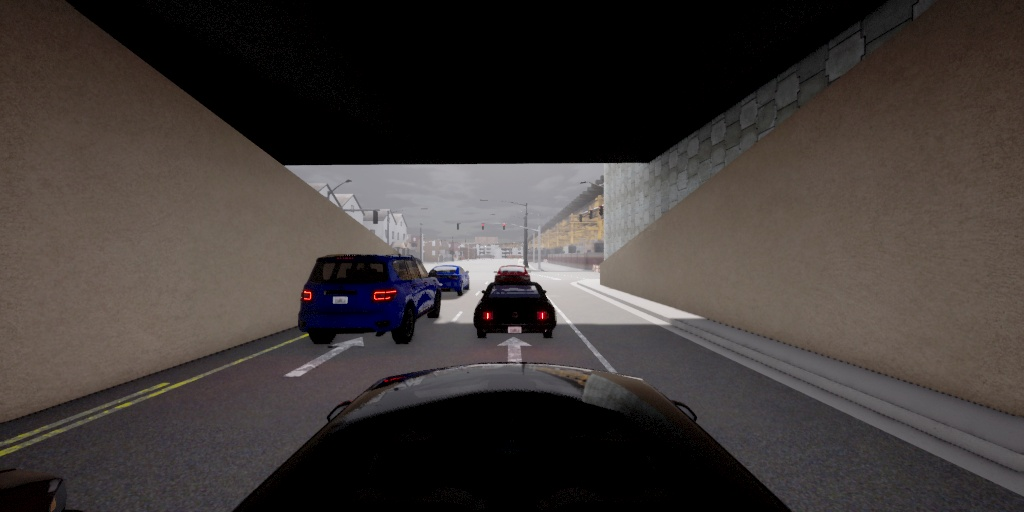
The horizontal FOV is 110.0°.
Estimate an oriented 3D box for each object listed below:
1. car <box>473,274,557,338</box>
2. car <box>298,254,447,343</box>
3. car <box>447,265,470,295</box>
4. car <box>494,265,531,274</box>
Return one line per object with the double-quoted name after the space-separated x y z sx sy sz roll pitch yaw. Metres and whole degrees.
0.061 1.351 10.163 1.895 1.301 4.718 0 0 0 "car"
-3.435 0.971 9.815 2.150 2.045 5.566 0 0 0 "car"
-3.480 1.228 19.752 1.882 1.535 5.008 0 0 0 "car"
0.021 1.228 19.500 1.882 1.535 5.008 0 0 0 "car"
